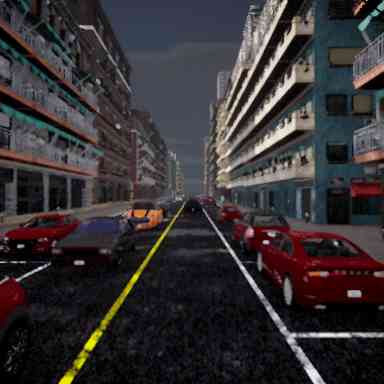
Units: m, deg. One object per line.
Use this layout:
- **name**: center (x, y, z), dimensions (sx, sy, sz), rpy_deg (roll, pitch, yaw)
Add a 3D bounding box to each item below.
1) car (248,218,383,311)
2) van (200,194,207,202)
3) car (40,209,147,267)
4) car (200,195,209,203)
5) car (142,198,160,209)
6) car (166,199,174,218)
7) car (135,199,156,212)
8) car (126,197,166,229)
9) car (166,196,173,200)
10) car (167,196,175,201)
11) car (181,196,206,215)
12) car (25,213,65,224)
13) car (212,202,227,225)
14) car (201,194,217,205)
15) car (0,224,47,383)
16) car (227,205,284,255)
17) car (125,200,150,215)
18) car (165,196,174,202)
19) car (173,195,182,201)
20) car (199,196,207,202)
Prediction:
- **car**: center (2.700, 1.558, 7.756), dimensions (1.887, 1.381, 4.507), rpy_deg (1, 0, 0)
- **van**: center (2.713, 1.487, 79.562), dimensions (1.690, 1.788, 3.998), rpy_deg (1, 0, 0)
- **car**: center (-3.098, 1.567, 11.814), dimensions (2.033, 1.411, 5.357), rpy_deg (0, 0, 0)
- **car**: center (2.711, 1.575, 74.038), dimensions (1.967, 1.590, 4.097), rpy_deg (1, 0, 0)
- **car**: center (-5.675, 1.625, 46.436), dimensions (1.887, 1.381, 4.507), rpy_deg (1, 0, 0)
- **car**: center (-3.056, 1.654, 31.462), dimensions (1.895, 1.301, 4.718), rpy_deg (0, 0, 0)
- **car**: center (-5.676, 1.621, 40.912), dimensions (2.008, 1.369, 4.403), rpy_deg (1, 0, 0)
- **car**: center (-3.087, 1.388, 21.604), dimensions (2.097, 1.767, 4.553), rpy_deg (0, 0, 0)
- **car**: center (-5.672, 1.674, 68.529), dimensions (2.008, 1.369, 4.403), rpy_deg (1, 0, 0)
- **car**: center (-5.668, 1.721, 90.623), dimensions (2.008, 1.369, 4.403), rpy_deg (1, 0, 0)
- **car**: center (0.103, 1.536, 34.303), dimensions (1.882, 1.535, 5.008), rpy_deg (0, 0, 0)
- **car**: center (-5.680, 1.567, 13.295), dimensions (1.887, 1.381, 4.507), rpy_deg (1, 0, 0)
- **car**: center (2.702, 1.623, 24.327), dimensions (1.802, 1.307, 4.206), rpy_deg (1, 0, 0)
- **car**: center (3.009, 1.450, 56.069), dimensions (2.097, 1.767, 4.553), rpy_deg (0, 0, 0)
- **car**: center (-3.073, 1.356, 2.320), dimensions (2.097, 1.767, 4.553), rpy_deg (0, 0, -1)
- **car**: center (2.702, 1.462, 13.280), dimensions (1.967, 1.590, 4.097), rpy_deg (1, 0, 0)
- **car**: center (-5.677, 1.585, 35.219), dimensions (1.752, 1.417, 4.829), rpy_deg (1, 0, 0)
- **car**: center (-5.669, 1.709, 85.100), dimensions (2.008, 1.369, 4.403), rpy_deg (1, 0, 0)
- **car**: center (-2.987, 1.444, 77.576), dimensions (1.812, 1.442, 4.674), rpy_deg (0, 0, 0)
- **car**: center (2.712, 1.703, 85.084), dimensions (1.887, 1.381, 4.507), rpy_deg (1, 0, 0)
